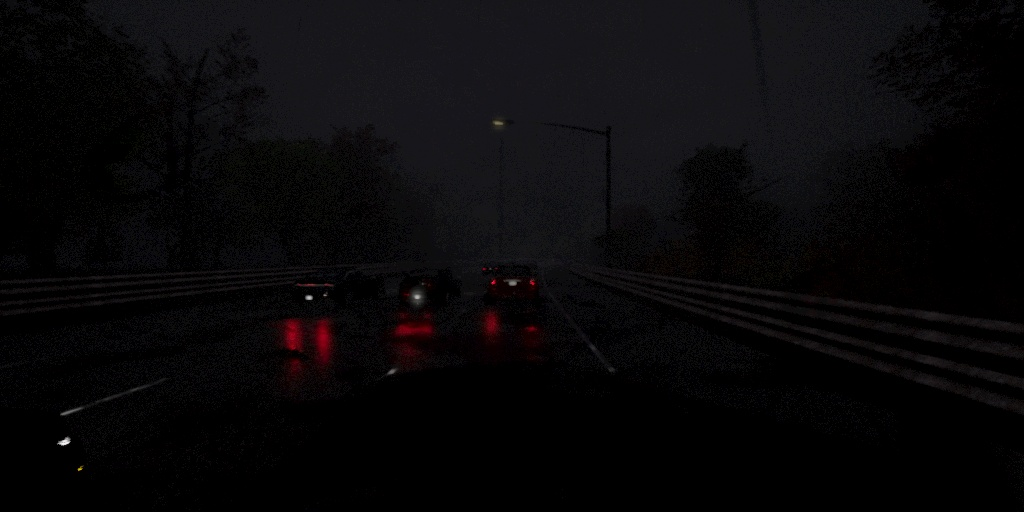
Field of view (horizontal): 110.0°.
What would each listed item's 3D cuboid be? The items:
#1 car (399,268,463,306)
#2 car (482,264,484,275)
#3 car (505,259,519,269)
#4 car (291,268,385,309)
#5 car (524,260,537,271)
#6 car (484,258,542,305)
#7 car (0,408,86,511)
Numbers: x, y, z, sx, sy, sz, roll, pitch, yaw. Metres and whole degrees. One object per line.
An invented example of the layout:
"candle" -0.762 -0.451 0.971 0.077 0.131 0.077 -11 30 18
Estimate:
"car" -3.399 1.265 15.732 1.837 1.490 4.892 0 0 3
"car" -1.987 1.350 38.671 2.033 1.411 5.357 0 0 4
"car" -0.008 1.332 60.458 1.882 1.535 5.008 0 0 6
"car" -6.943 1.237 14.899 2.128 1.511 4.902 0 0 3
"car" 2.773 1.372 53.206 1.812 1.442 4.674 0 0 6
"car" 0.136 1.123 16.498 2.097 1.767 4.553 0 0 3
"car" -3.970 1.241 0.450 1.837 1.490 4.892 0 0 2
